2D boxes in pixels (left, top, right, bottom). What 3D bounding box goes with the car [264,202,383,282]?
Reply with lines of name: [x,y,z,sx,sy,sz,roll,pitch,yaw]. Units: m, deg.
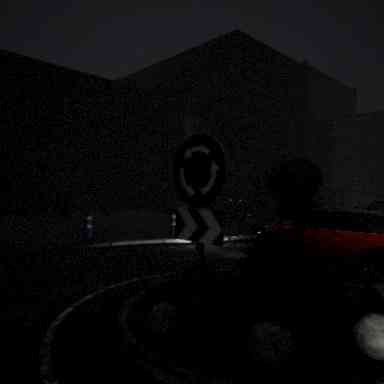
car: [4.087,1.262,9.765,4.553,1.767,2.097,2,2,43]

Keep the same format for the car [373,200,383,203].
car: [10.053,1.214,17.150,4.553,1.767,2.097,0,1,-42]
